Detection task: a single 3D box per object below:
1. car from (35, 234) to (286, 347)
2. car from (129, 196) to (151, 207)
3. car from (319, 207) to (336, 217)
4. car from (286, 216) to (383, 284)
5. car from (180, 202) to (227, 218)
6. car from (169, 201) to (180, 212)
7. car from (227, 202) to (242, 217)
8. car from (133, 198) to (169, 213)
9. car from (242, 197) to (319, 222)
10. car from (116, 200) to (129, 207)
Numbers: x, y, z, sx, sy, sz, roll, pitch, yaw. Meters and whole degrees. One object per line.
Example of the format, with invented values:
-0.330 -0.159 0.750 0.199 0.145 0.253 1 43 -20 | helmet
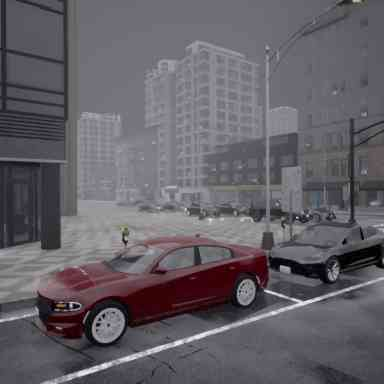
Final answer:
-0.496 1.544 6.299 4.507 1.381 1.887 0 0 -35 | car
-10.320 1.927 68.998 2.150 2.045 5.566 0 0 -35 | car
10.126 1.790 28.521 1.994 1.385 4.181 0 -1 -36 | car
4.099 1.564 9.576 4.313 1.339 1.947 0 0 -35 | car
1.122 1.887 35.624 1.837 1.490 4.892 0 -1 -35 | car
-2.541 1.989 46.439 2.128 1.511 4.902 0 0 -35 | car
4.406 1.857 36.603 1.837 1.490 4.892 0 -1 -36 | car
-5.628 2.015 45.173 2.128 1.511 4.902 0 -1 -35 | car
7.073 1.473 27.208 2.150 2.045 5.566 0 -1 -35 | car
-13.858 2.283 68.377 2.033 1.411 5.357 0 0 -35 | car
